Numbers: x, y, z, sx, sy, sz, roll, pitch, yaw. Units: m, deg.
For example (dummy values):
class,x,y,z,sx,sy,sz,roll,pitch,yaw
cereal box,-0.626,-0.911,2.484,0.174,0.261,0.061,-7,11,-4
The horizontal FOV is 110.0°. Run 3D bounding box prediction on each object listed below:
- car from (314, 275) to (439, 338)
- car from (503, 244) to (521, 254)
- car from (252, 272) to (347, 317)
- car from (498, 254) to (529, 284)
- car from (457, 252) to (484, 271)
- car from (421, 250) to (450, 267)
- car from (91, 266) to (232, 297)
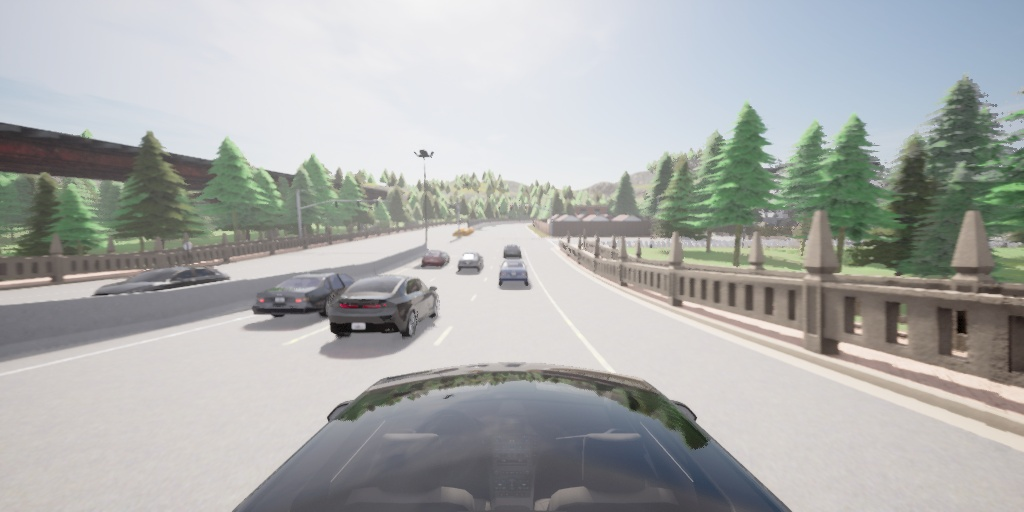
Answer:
class,x,y,z,sx,sy,sz,roll,pitch,yaw
car,-3.402,1.297,10.371,1.837,1.490,4.892,0,0,0
car,0.013,-0.617,39.417,1.994,1.385,4.181,0,7,0
car,-6.903,1.301,13.170,2.033,1.411,5.357,0,1,0
car,0.091,0.921,22.860,2.033,1.411,5.357,0,3,0
car,-3.438,0.370,30.154,2.033,1.411,5.357,0,5,0
car,-6.954,0.116,32.975,1.994,1.385,4.181,0,6,0
car,-14.004,1.216,14.758,1.837,1.490,4.892,0,1,0
